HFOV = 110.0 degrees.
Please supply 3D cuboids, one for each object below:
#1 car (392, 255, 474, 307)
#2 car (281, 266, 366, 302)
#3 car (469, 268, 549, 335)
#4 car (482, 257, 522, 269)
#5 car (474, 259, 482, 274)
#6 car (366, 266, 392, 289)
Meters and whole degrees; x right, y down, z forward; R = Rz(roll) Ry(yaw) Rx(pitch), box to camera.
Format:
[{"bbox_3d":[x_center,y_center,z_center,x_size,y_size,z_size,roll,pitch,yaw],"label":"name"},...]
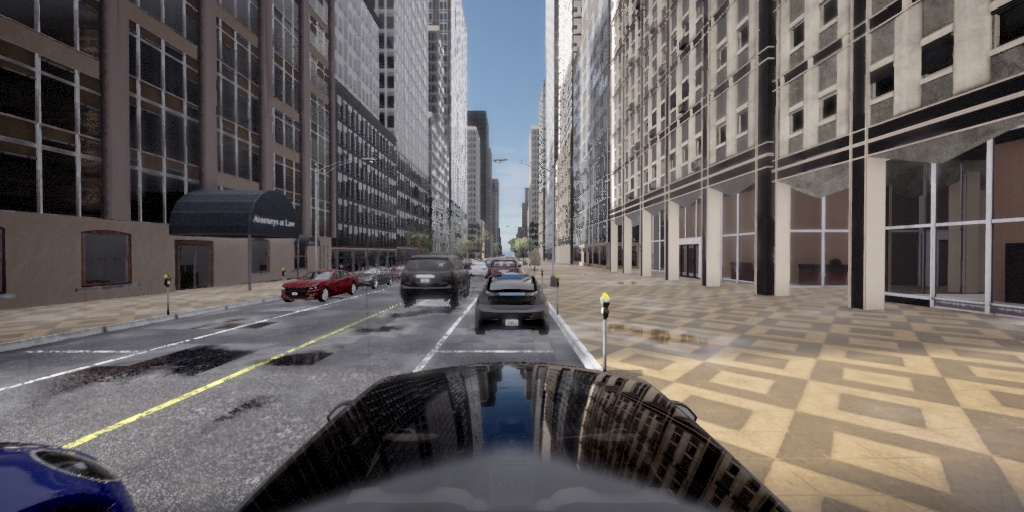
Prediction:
[{"bbox_3d":[-3.143,0.972,15.650,2.150,2.045,5.566,0,0,0],"label":"car"},{"bbox_3d":[-8.837,1.292,16.839,1.888,1.381,4.507,0,0,0],"label":"car"},{"bbox_3d":[-0.001,1.252,10.501,1.837,1.490,4.892,0,0,0],"label":"car"},{"bbox_3d":[-0.457,1.061,22.523,2.192,1.841,5.009,0,0,0],"label":"car"},{"bbox_3d":[-3.051,1.270,33.147,1.812,1.442,4.674,0,0,0],"label":"car"},{"bbox_3d":[-8.838,1.297,22.523,2.007,1.370,4.403,0,0,0],"label":"car"}]
